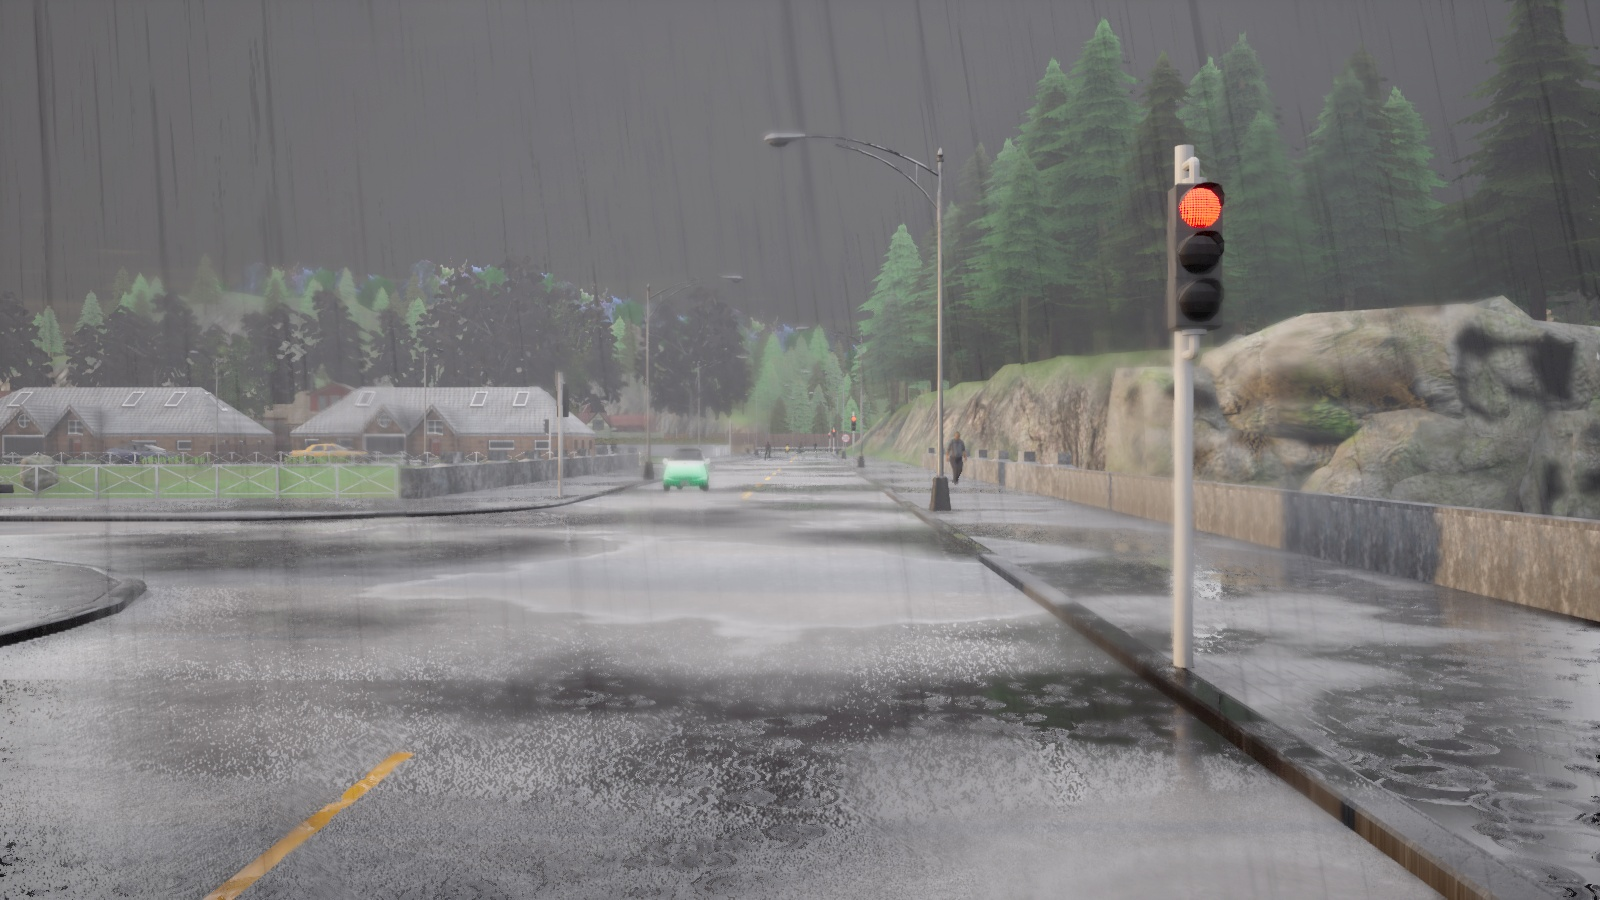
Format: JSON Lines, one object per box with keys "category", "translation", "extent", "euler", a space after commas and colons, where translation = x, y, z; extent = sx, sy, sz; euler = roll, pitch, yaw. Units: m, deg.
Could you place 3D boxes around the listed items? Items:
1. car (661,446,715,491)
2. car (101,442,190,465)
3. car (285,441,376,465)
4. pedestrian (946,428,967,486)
{"category": "car", "translation": [-3.512, 0.575, 39.511], "extent": [1.481, 1.376, 2.207], "euler": [0, 0, 1]}
{"category": "car", "translation": [-43.716, 0.237, 83.924], "extent": [4.792, 1.488, 2.163], "euler": [0, 0, 1]}
{"category": "car", "translation": [-31.287, 0.187, 83.776], "extent": [5.366, 1.575, 1.801], "euler": [0, 0, 1]}
{"category": "pedestrian", "translation": [5.053, 0.232, 40.525], "extent": [0.540, 1.848, 0.694], "euler": [0, 0, -6]}
